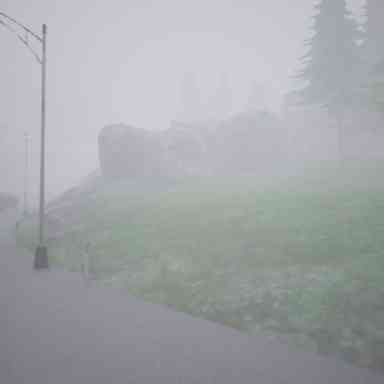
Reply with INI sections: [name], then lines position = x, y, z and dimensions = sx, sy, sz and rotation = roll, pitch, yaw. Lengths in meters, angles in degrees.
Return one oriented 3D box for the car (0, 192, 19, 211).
[car]
position = -21.313, 0.951, 36.957
dimensions = 2.150, 2.045, 5.566
rotation = 1, 0, -7
